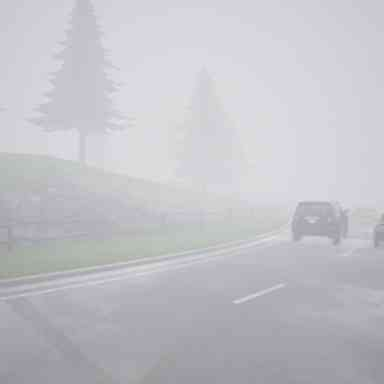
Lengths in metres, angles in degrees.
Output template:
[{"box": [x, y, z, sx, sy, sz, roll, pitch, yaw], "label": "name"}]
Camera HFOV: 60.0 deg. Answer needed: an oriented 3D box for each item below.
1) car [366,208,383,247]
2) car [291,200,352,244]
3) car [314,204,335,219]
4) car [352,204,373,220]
[{"box": [9.647, 1.709, 15.627, 2.128, 1.511, 4.902, 0, -1, 31], "label": "car"}, {"box": [6.816, 1.459, 17.441, 2.150, 2.045, 5.566, 0, -1, 30], "label": "car"}, {"box": [14.114, 2.046, 35.645, 1.994, 1.385, 4.181, 0, -1, 20], "label": "car"}, {"box": [16.815, 1.927, 32.844, 1.882, 1.535, 5.008, 0, -1, 20], "label": "car"}]
